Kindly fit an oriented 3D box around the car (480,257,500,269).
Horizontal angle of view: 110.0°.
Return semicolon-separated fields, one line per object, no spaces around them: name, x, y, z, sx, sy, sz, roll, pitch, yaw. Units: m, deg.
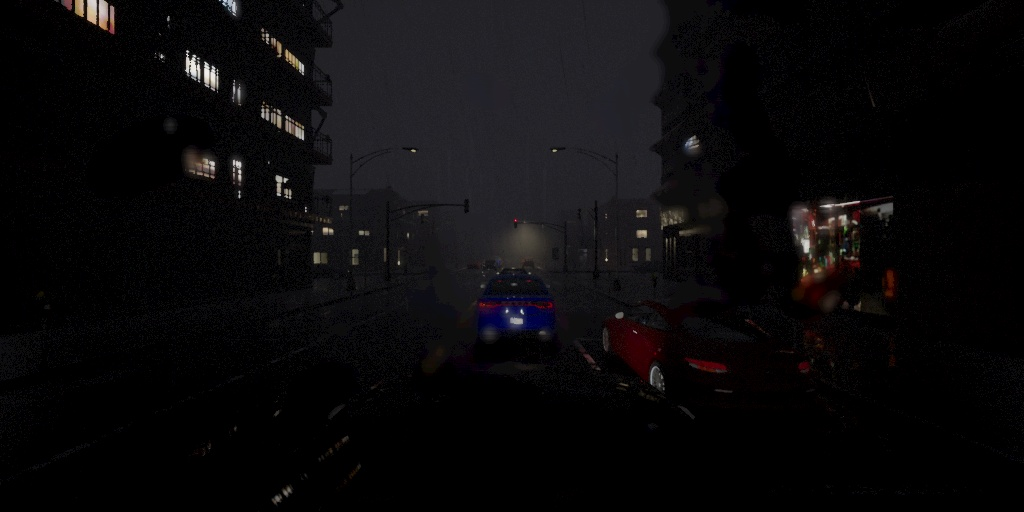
car;-3.102;1.291;51.633;1.837;1.490;4.892;0;0;0

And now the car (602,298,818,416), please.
car;2.689;1.333;5.805;1.802;1.307;4.207;0;0;0

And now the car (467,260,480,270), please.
car;-5.791;1.336;55.033;1.888;1.381;4.507;0;0;0

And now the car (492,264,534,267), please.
car;0.097;1.322;18.987;1.994;1.385;4.181;0;0;0

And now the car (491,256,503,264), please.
car;-3.077;1.020;63.952;2.150;2.045;5.566;0;1;2

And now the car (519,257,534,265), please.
car;2.676;1.114;60.557;2.192;1.841;5.009;0;0;0

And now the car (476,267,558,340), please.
car;0.099;1.230;10.046;1.882;1.535;5.008;0;0;0

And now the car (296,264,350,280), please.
car;-17.516;1.455;33.550;4.892;1.490;1.837;-1;0;0

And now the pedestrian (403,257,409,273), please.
pedestrian;-12.521;1.061;42.290;0.375;1.860;0.375;0;0;0

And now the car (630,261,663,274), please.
car;14.356;1.154;36.776;4.181;1.385;1.994;-1;0;0
